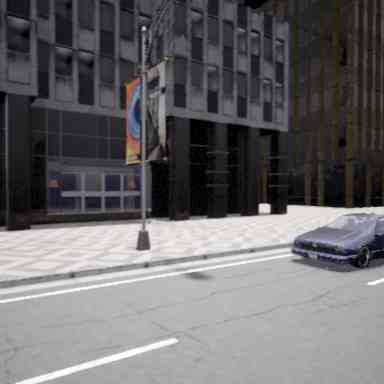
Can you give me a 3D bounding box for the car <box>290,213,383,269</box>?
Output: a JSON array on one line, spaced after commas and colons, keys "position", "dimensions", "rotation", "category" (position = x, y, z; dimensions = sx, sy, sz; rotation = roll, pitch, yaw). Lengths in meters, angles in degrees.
[{"position": [5.629, 1.414, 10.789], "dimensions": [5.357, 1.411, 2.033], "rotation": [0, 1, -33], "category": "car"}]
